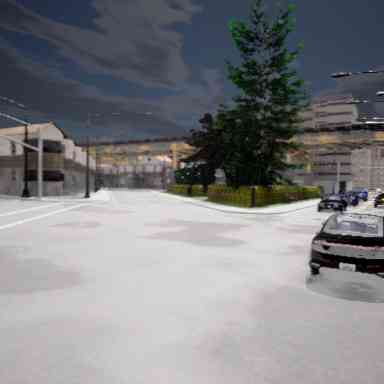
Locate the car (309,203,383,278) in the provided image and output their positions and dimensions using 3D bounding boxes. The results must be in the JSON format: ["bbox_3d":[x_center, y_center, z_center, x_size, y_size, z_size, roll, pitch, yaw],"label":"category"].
[{"bbox_3d":[4.551,1.325,9.099,2.128,1.511,4.902,2,2,31],"label":"car"}]

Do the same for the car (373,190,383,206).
[{"bbox_3d":[20.800,0.900,35.930,1.837,1.490,4.892,2,2,31],"label":"car"}]

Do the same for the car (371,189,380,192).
[{"bbox_3d":[43.105,0.099,79.968,4.974,1.542,2.038,0,2,-34],"label":"car"}]

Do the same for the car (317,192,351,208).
[{"bbox_3d":[12.273,0.992,28.956,1.994,1.385,4.181,2,2,31],"label":"car"}]

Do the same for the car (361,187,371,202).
[{"bbox_3d":[25.262,0.320,50.269,2.150,2.045,5.566,2,2,32],"label":"car"}]

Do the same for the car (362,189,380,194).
[{"bbox_3d":[43.151,-0.059,79.993,4.536,1.218,1.853,0,2,-34],"label":"car"}]

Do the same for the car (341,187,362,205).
[{"bbox_3d":[17.641,0.645,37.781,2.097,1.767,4.553,2,2,32],"label":"car"}]
